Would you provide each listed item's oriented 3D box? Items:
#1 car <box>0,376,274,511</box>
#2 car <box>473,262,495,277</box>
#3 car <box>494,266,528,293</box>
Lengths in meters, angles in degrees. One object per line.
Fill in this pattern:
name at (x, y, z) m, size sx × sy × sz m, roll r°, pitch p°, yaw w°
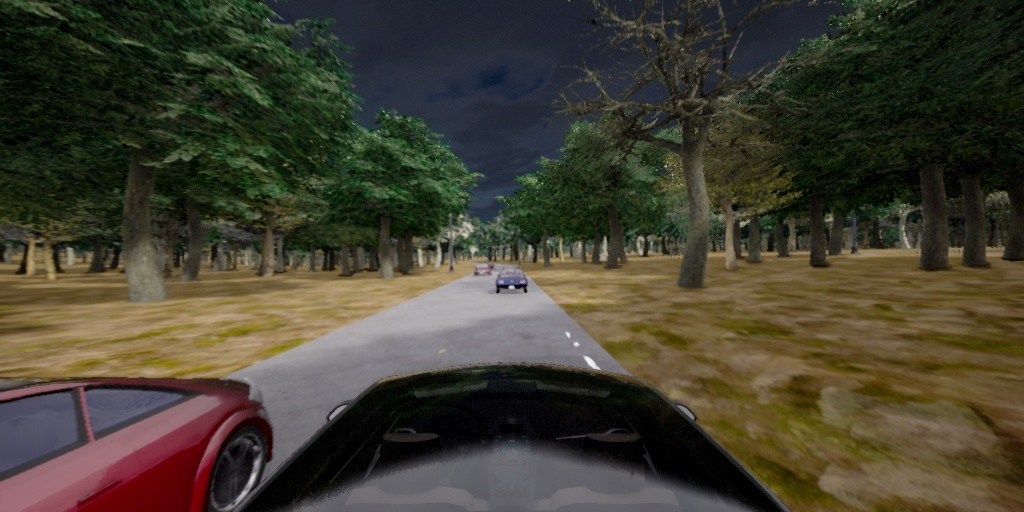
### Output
car at (-3.080, 1.352, 1.424) m, size 1.994 × 1.385 × 4.181 m, roll -1°, pitch -1°, yaw 0°
car at (-3.330, 1.566, 41.259) m, size 1.812 × 1.442 × 4.674 m, roll -1°, pitch 0°, yaw 0°
car at (-0.016, 1.499, 22.333) m, size 1.895 × 1.301 × 4.718 m, roll -1°, pitch 0°, yaw 0°
